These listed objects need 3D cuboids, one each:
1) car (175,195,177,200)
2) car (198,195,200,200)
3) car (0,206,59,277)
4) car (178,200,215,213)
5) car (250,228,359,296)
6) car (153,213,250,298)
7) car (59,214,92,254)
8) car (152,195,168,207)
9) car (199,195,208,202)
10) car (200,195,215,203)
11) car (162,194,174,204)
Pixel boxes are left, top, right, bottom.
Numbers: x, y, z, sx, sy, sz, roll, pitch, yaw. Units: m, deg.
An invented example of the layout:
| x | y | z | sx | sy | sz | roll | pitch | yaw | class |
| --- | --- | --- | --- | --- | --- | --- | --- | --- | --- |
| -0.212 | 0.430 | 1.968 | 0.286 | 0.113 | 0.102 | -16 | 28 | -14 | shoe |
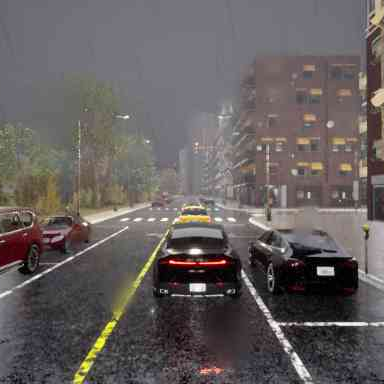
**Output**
| x | y | z | sx | sy | sz | roll | pitch | yaw | class |
| --- | --- | --- | --- | --- | --- | --- | --- | --- | --- |
| -5.159 | 1.609 | 85.593 | 2.008 | 1.369 | 4.403 | 1 | 0 | 0 | car |
| 2.693 | 1.621 | 69.376 | 1.802 | 1.307 | 4.206 | 1 | 0 | 0 | car |
| -5.292 | 1.317 | 7.767 | 2.192 | 1.841 | 5.009 | 1 | 0 | 0 | car |
| 0.132 | 1.461 | 19.060 | 1.801 | 1.575 | 5.366 | 0 | 0 | 0 | car |
| 2.587 | 1.568 | 8.510 | 1.947 | 1.339 | 4.313 | 1 | 0 | 0 | car |
| 0.114 | 1.507 | 8.526 | 1.837 | 1.490 | 4.892 | 0 | 0 | 0 | car |
| -5.285 | 1.585 | 13.422 | 1.802 | 1.307 | 4.206 | 1 | 0 | 0 | car |
| -5.218 | 1.568 | 51.537 | 1.887 | 1.381 | 4.507 | 1 | 0 | 0 | car |
| 2.714 | 1.492 | 80.743 | 1.967 | 1.590 | 4.097 | 1 | 0 | 0 | car |
| 2.664 | 1.574 | 52.327 | 2.008 | 1.369 | 4.403 | 1 | 0 | 0 | car |
| -5.196 | 1.348 | 62.889 | 2.192 | 1.841 | 5.009 | 1 | 0 | 0 | car |
